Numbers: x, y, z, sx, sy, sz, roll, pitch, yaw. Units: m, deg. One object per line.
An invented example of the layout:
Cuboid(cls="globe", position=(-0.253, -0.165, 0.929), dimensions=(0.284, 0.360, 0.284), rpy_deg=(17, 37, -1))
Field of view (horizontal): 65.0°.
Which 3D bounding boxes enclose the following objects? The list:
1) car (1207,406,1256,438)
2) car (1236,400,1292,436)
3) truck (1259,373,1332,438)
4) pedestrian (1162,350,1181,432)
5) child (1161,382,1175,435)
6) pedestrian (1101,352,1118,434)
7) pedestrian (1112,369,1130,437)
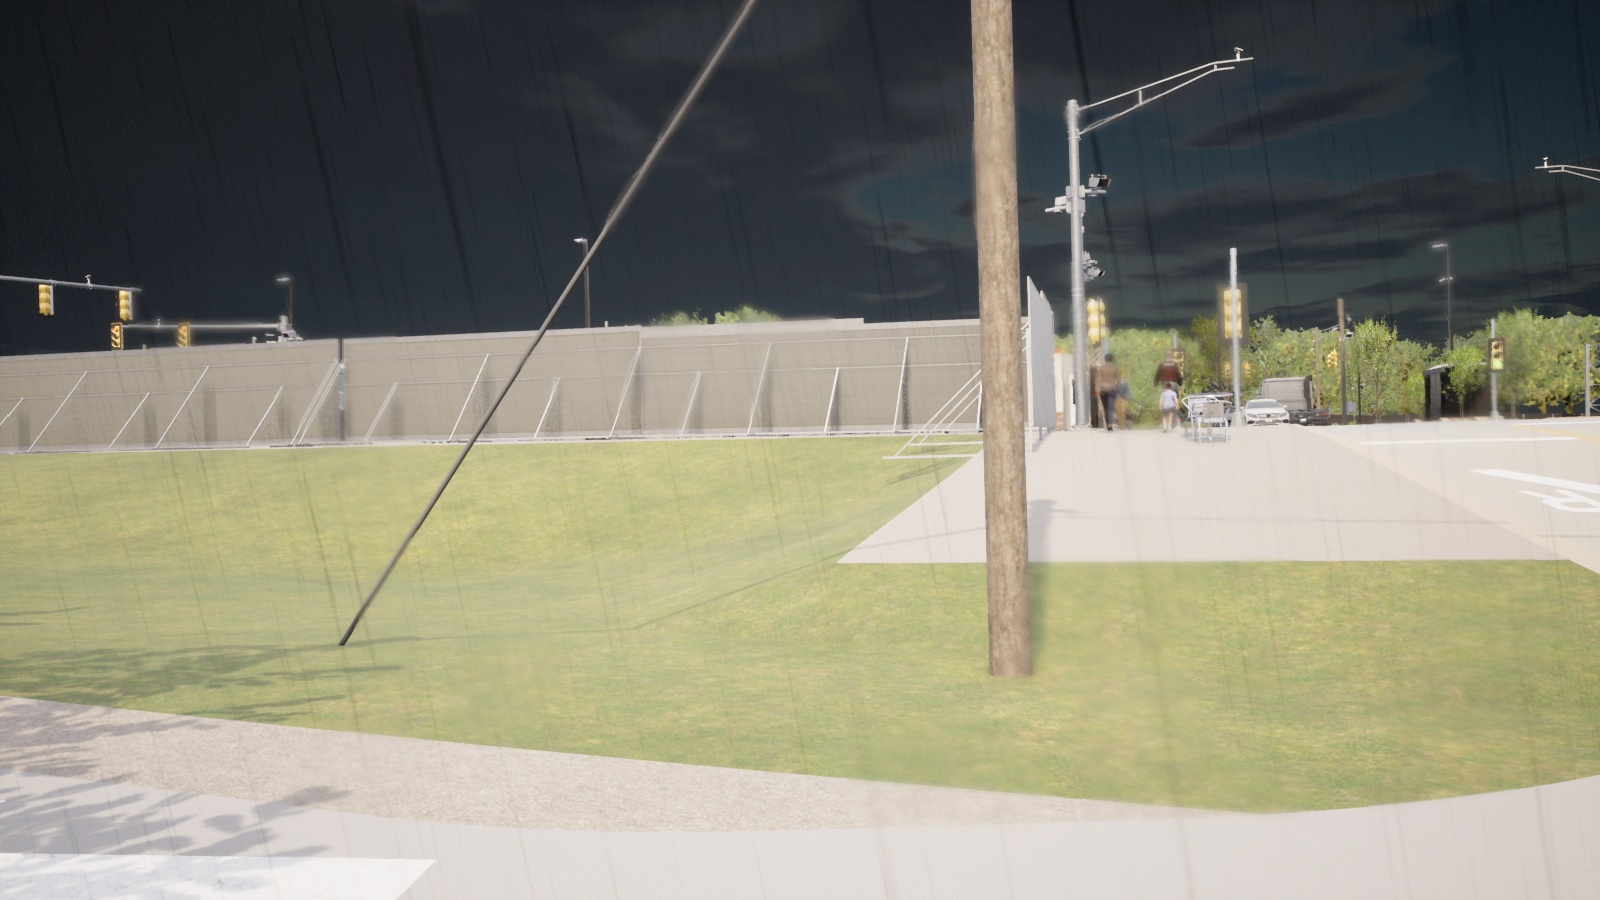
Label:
Cuboid(cls="car", position=(24.705, -1.591, 72.028), dimensions=(2.242, 1.667, 4.611), rpy_deg=(-1, 0, 14))
Cuboid(cls="car", position=(20.675, -1.397, 56.104), dimensions=(1.812, 1.442, 4.674), rpy_deg=(-1, 0, 14))
Cuboid(cls="truck", position=(28.995, -2.507, 73.826), dimensions=(2.891, 3.462, 7.936), rpy_deg=(-1, 0, 14))
Cuboid(cls="pedestrian", position=(8.582, -1.356, 28.991), dimensions=(0.376, 1.854, 0.720), rpy_deg=(-1, 0, 16))
Cuboid(cls="child", position=(7.840, -0.876, 26.740), dimensions=(0.255, 1.110, 0.394), rpy_deg=(-1, 0, 19))
Cuboid(cls="pedestrian", position=(6.994, -1.280, 28.392), dimensions=(0.328, 1.805, 0.869), rpy_deg=(-1, 0, 14))
Cuboid(cls="pedestrian", position=(9.351, -1.344, 36.567), dimensions=(0.423, 1.949, 0.788), rpy_deg=(-1, 0, 16))
